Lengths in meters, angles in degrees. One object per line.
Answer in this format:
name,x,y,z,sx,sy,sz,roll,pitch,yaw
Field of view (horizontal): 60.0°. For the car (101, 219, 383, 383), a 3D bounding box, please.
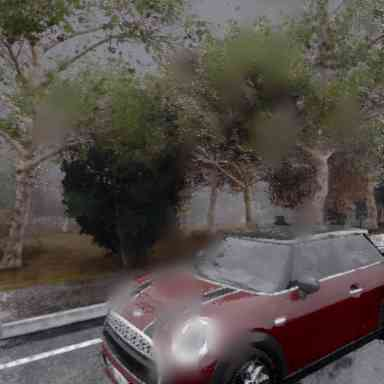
car,1.086,1.337,4.765,4.553,1.767,2.097,0,0,-35
